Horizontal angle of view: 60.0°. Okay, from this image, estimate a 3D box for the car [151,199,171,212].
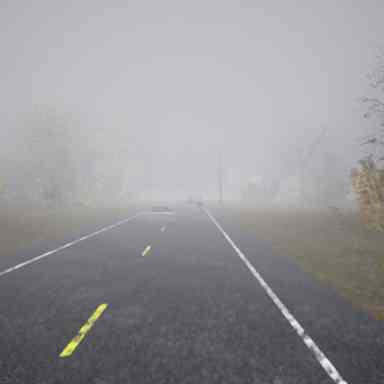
[{"bbox_3d":[-3.582,1.515,39.065,1.812,1.442,4.674,0,0,0],"label":"car"}]

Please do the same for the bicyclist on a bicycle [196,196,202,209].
[{"bbox_3d":[0.952,1.423,45.254,0.866,1.612,1.509,0,0,0],"label":"bicyclist on a bicycle"}]

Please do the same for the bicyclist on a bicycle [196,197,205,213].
[{"bbox_3d":[0.986,1.428,35.830,0.866,1.612,1.509,0,0,0],"label":"bicyclist on a bicycle"}]

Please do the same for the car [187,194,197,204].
[{"bbox_3d":[0.045,1.578,60.730,1.895,1.301,4.718,0,0,1],"label":"car"}]

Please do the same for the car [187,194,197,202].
[{"bbox_3d":[0.012,1.321,75.851,2.097,1.767,4.553,0,0,0],"label":"car"}]
